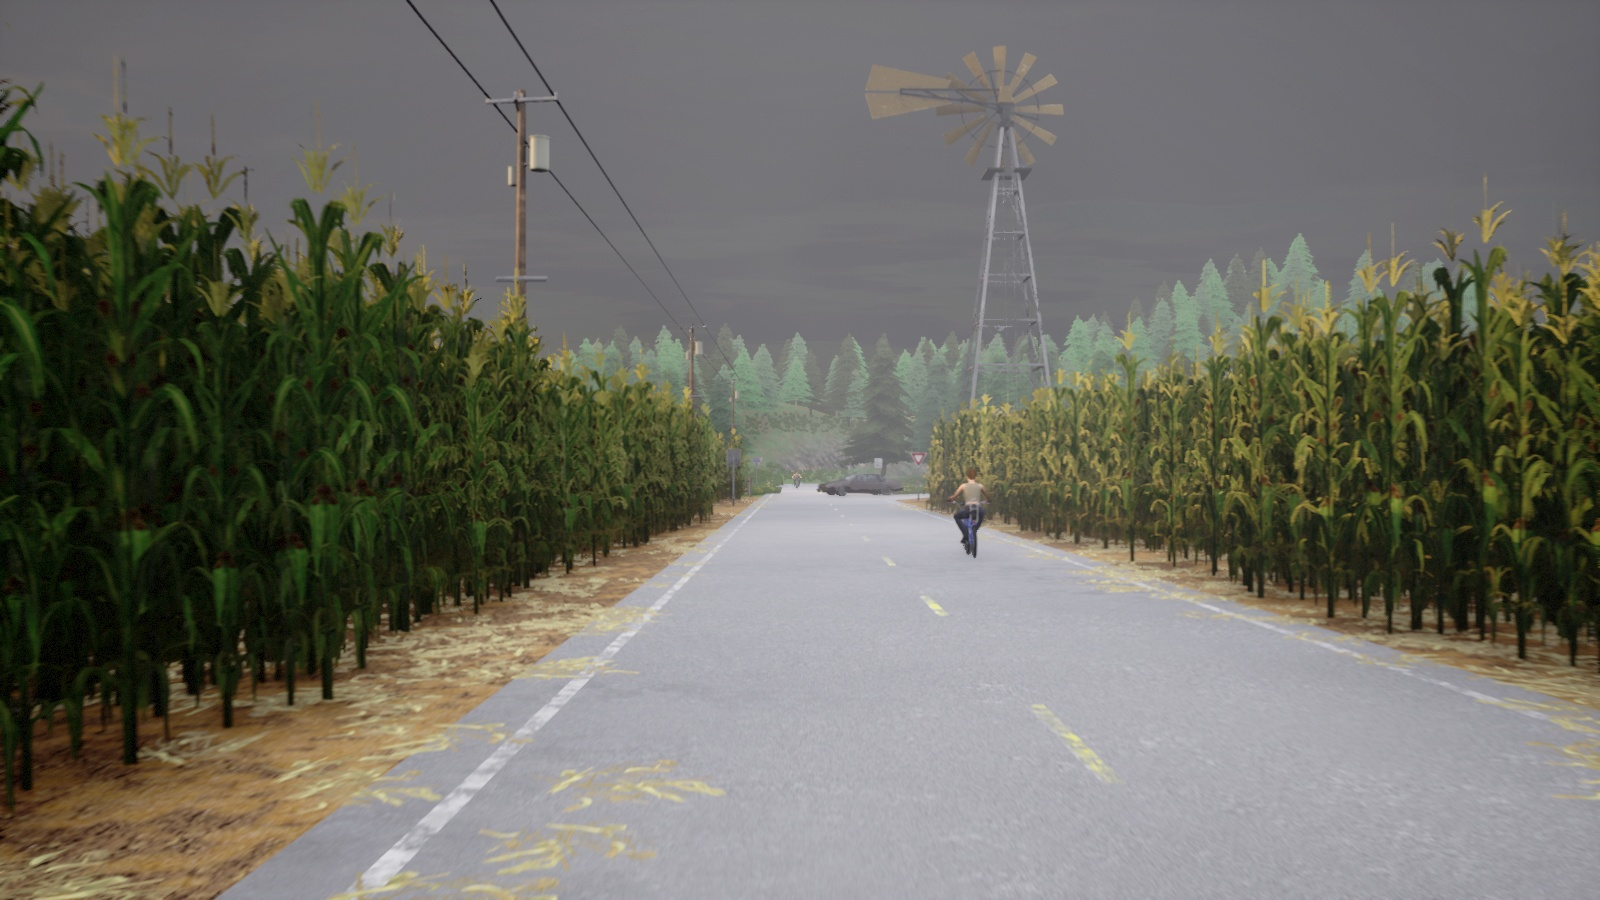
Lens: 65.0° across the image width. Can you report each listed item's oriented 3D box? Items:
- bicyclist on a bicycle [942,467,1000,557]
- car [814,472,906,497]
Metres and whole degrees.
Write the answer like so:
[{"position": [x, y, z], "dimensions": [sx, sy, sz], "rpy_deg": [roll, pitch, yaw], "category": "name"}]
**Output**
[{"position": [3.142, 1.127, 23.226], "dimensions": [0.866, 1.612, 1.509], "rpy_deg": [0, -1, 0], "category": "bicyclist on a bicycle"}, {"position": [3.712, 2.127, 78.209], "dimensions": [5.357, 1.411, 2.033], "rpy_deg": [0, -1, -23], "category": "car"}]
